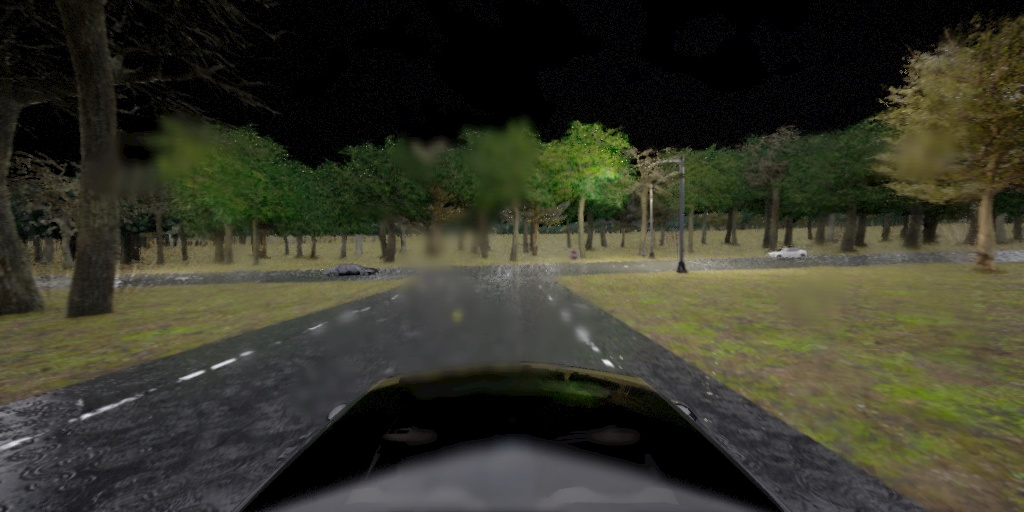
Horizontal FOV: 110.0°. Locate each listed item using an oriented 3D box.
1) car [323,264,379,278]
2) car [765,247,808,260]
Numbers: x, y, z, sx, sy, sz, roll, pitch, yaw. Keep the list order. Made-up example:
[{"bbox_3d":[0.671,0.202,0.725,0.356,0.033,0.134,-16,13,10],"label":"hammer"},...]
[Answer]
[{"bbox_3d":[-16.908,1.518,37.697,5.357,1.411,2.033,-1,4,0],"label":"car"},{"bbox_3d":[34.327,-0.314,44.812,4.674,1.442,1.812,-3,4,0],"label":"car"}]
